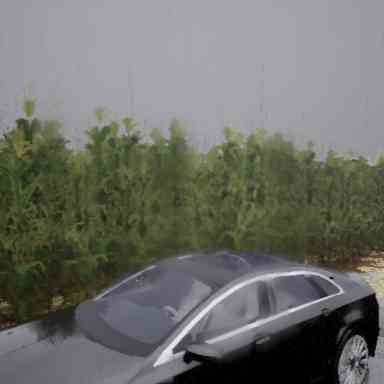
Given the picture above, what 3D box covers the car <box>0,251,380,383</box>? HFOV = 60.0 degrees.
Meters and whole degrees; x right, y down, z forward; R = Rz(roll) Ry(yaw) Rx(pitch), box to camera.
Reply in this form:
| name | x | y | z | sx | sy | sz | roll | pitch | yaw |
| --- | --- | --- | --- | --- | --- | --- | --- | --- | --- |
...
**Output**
| name | x | y | z | sx | sy | sz | roll | pitch | yaw |
| --- | --- | --- | --- | --- | --- | --- | --- | --- | --- |
| car | 0.133 | 1.491 | 3.593 | 4.902 | 1.511 | 2.128 | 0 | 0 | -35 |
